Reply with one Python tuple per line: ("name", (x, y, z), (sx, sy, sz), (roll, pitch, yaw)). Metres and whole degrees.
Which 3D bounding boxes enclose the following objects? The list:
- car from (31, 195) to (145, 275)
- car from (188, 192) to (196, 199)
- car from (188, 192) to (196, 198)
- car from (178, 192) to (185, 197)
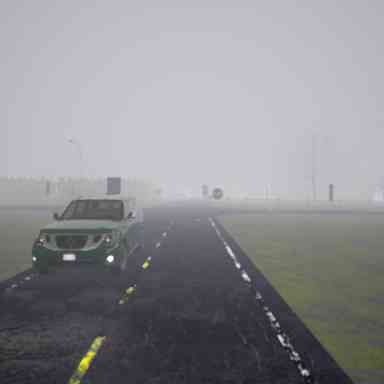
("car", (-2.842, 1.136, 10.481), (2.150, 2.045, 5.566), (0, 0, 0))
("car", (0.003, 0.910, 82.179), (1.882, 1.535, 5.008), (0, 0, 0))
("car", (0.000, 0.831, 92.597), (2.128, 1.511, 4.902), (0, 0, 0))
("car", (-2.748, 0.621, 86.742), (1.895, 1.301, 4.718), (0, 0, 0))
